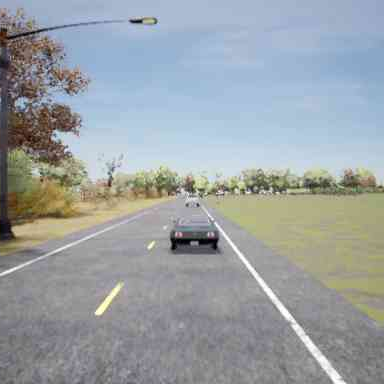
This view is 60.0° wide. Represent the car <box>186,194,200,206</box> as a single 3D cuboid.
[{"bbox_3d":[0.099,1.379,57.137,2.150,2.045,5.566,0,0,0],"label":"car"}]

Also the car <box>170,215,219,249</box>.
[{"bbox_3d":[0.098,1.645,14.729,1.895,1.301,4.718,0,0,0],"label":"car"}]
